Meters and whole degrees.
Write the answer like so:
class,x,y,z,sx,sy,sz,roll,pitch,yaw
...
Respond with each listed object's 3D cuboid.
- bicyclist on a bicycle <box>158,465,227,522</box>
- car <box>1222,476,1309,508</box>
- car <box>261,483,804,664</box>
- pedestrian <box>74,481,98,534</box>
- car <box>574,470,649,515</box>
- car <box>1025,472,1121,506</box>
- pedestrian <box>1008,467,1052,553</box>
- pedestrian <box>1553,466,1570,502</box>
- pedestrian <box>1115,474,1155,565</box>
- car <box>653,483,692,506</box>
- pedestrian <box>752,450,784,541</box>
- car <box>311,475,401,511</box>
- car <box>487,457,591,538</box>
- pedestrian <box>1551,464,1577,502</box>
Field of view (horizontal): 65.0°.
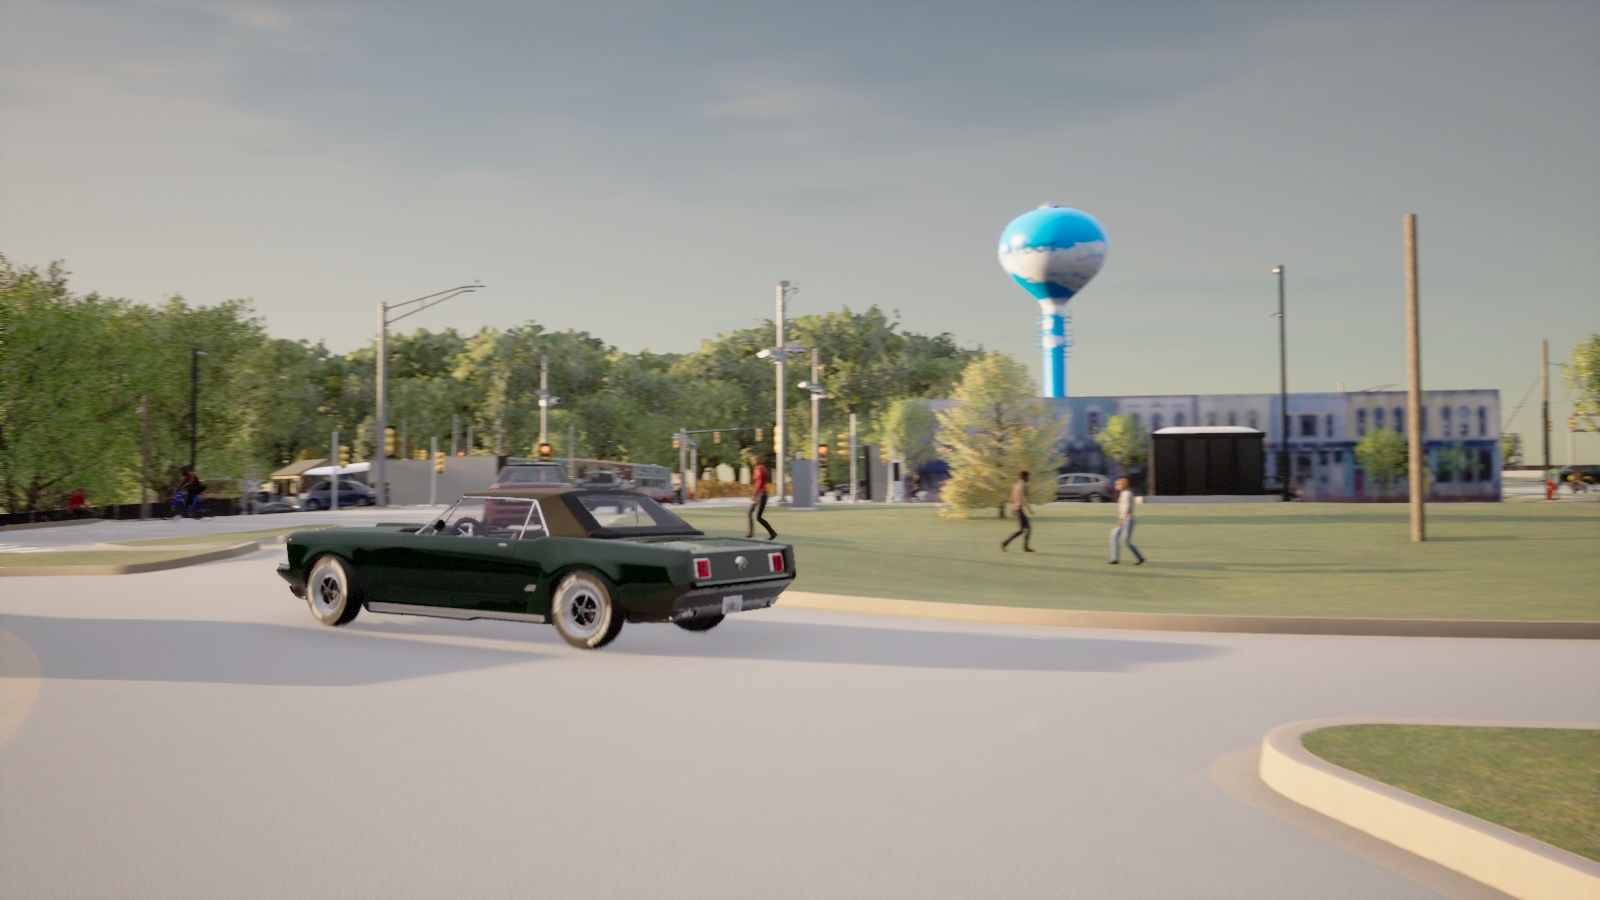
class,x,y,z,sx,sy,sz,roll,pitch,yaw
bicyclist on a bicycle,-17.653,1.280,36.509,0.582,1.620,1.656,-2,-4,37
car,22.884,2.066,61.844,3.705,1.549,1.789,-1,-3,9
car,-2.503,0.995,11.456,4.718,1.301,1.895,0,-2,29
pedestrian,-25.286,2.045,44.464,0.331,1.846,0.636,-1,-3,22
car,-6.448,1.433,43.444,1.816,1.474,4.193,0,-1,2
car,13.722,1.954,63.358,4.611,1.667,2.242,0,-2,10
pedestrian,4.898,1.271,26.743,0.869,1.805,0.328,0,-3,0
pedestrian,39.437,1.751,65.049,0.614,1.847,0.353,-1,-3,9
pedestrian,6.770,1.405,25.386,0.706,1.836,0.354,0,-3,2
car,-8.723,3.045,86.280,1.845,1.501,3.633,-1,-2,9
pedestrian,-0.655,0.920,25.431,0.636,1.846,0.331,0,-3,-5
car,-23.264,2.269,65.812,3.988,1.617,1.851,-4,-3,8
car,-6.073,1.069,29.717,2.097,1.767,4.553,0,-1,-8
pedestrian,40.012,1.731,65.767,0.873,1.952,0.659,1,-3,-16
